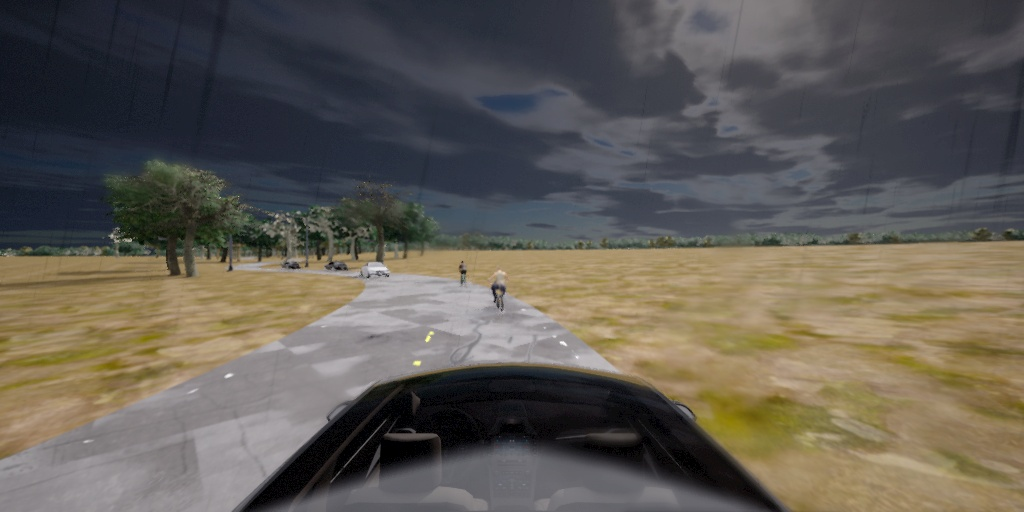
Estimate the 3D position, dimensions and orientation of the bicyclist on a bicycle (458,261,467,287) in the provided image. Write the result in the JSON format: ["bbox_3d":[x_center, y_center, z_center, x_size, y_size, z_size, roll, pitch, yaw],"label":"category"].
[{"bbox_3d":[-3.033,1.117,22.249,0.582,1.620,1.656,0,0,-19],"label":"bicyclist on a bicycle"}]

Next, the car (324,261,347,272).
[{"bbox_3d":[-25.912,1.512,52.630,4.892,1.490,1.837,-1,-1,42],"label":"car"}]

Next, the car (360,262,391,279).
[{"bbox_3d":[-12.695,1.284,33.200,1.812,1.442,4.674,0,-1,-33],"label":"car"}]

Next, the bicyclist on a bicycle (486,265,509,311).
[{"bbox_3d":[-0.467,1.108,12.866,0.866,1.612,1.509,-1,0,-11],"label":"bicyclist on a bicycle"}]
